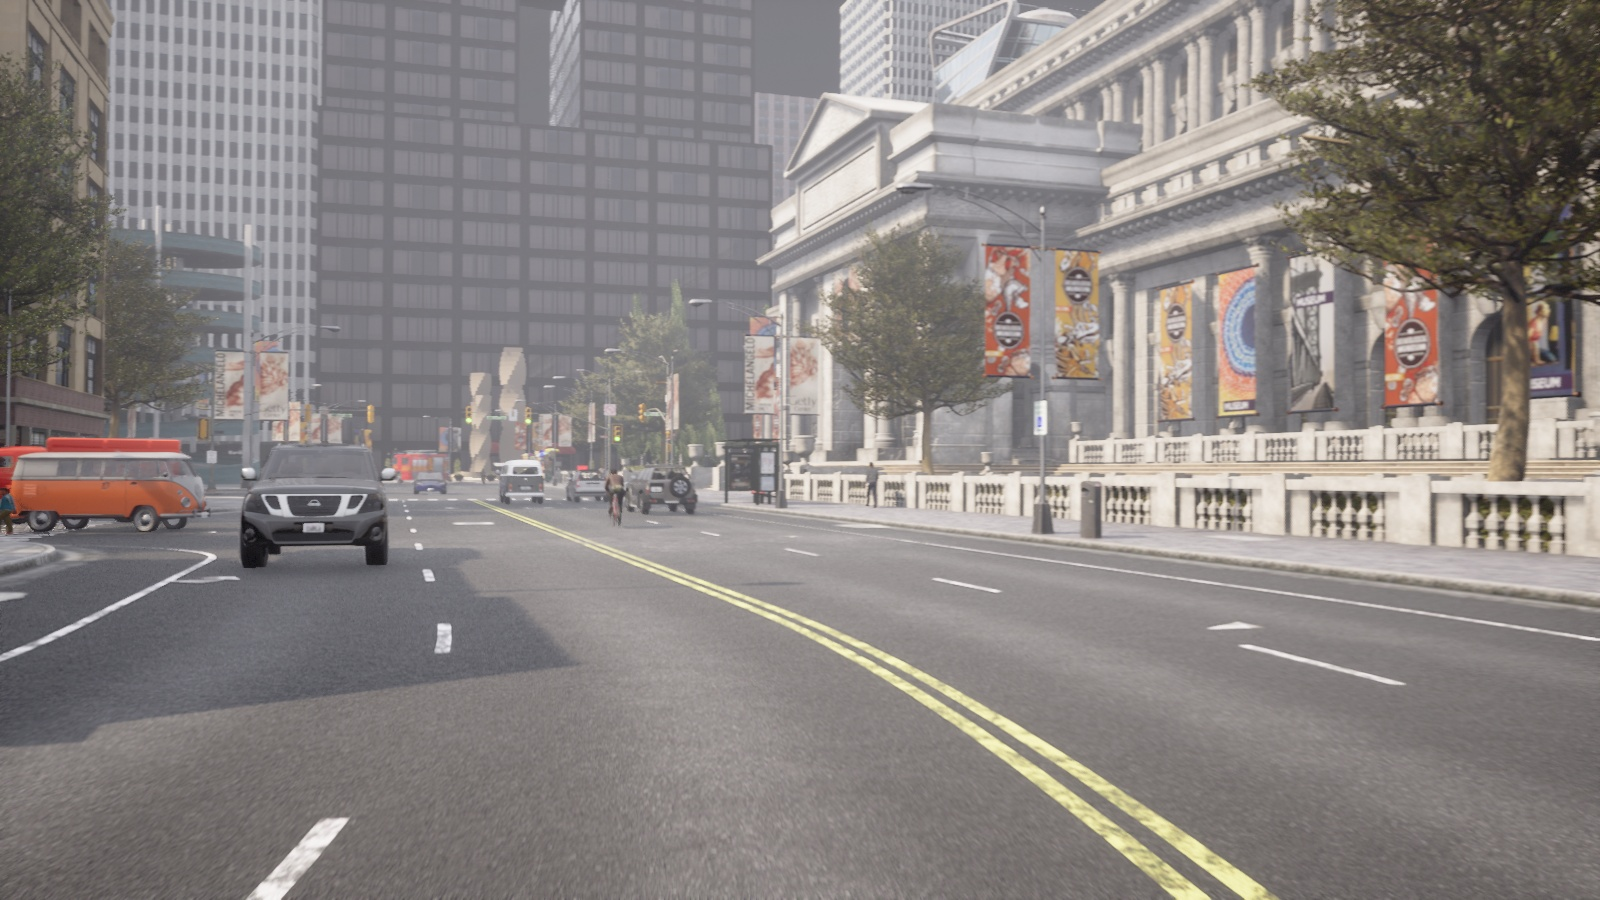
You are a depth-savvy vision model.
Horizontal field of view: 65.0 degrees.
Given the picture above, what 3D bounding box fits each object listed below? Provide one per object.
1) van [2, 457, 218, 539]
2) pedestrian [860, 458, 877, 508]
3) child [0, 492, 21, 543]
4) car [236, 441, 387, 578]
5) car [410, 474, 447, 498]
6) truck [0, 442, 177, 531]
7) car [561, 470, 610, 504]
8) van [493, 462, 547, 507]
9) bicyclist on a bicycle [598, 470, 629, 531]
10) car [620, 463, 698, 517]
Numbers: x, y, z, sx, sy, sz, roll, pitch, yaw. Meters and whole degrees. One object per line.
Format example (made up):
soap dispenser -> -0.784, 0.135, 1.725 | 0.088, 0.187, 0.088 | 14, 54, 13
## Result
van -> -17.286, 1.183, 31.596 | 4.442, 1.987, 1.775 | 0, -1, -1
pedestrian -> 2.655, 1.273, 48.647 | 0.423, 1.949, 0.788 | 0, -1, -13
child -> -18.747, 1.593, 29.700 | 0.343, 1.192, 0.448 | -1, -1, 40
car -> -8.332, 0.941, 21.842 | 2.150, 2.045, 5.566 | 0, -1, -19
car -> -23.865, 2.284, 80.575 | 2.163, 1.488, 4.792 | 0, -1, -18
truck -> -21.173, 1.050, 36.786 | 5.204, 2.467, 2.627 | 0, -1, -26
car -> -10.788, 1.823, 63.049 | 1.851, 1.617, 3.988 | 0, -1, -18
van -> -13.285, 1.600, 59.416 | 2.069, 2.038, 4.480 | 0, -1, -18
bicyclist on a bicycle -> -5.114, 1.369, 34.356 | 0.582, 1.620, 1.656 | 0, -1, -18
car -> -5.237, 1.429, 46.024 | 1.932, 1.855, 4.605 | 0, -1, -18
